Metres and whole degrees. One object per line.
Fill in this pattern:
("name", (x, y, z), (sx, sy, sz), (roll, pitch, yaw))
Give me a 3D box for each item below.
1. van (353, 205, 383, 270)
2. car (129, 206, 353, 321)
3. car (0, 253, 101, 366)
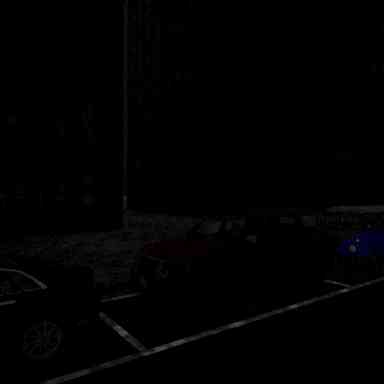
("van", (5.726, 1.342, 10.730), (3.998, 1.788, 1.690), (0, 0, -35))
("car", (1.160, 1.314, 7.473), (5.009, 1.841, 2.192), (0, 0, -35))
("car", (-3.407, 1.550, 4.216), (4.403, 1.369, 2.008), (0, 0, -35))
